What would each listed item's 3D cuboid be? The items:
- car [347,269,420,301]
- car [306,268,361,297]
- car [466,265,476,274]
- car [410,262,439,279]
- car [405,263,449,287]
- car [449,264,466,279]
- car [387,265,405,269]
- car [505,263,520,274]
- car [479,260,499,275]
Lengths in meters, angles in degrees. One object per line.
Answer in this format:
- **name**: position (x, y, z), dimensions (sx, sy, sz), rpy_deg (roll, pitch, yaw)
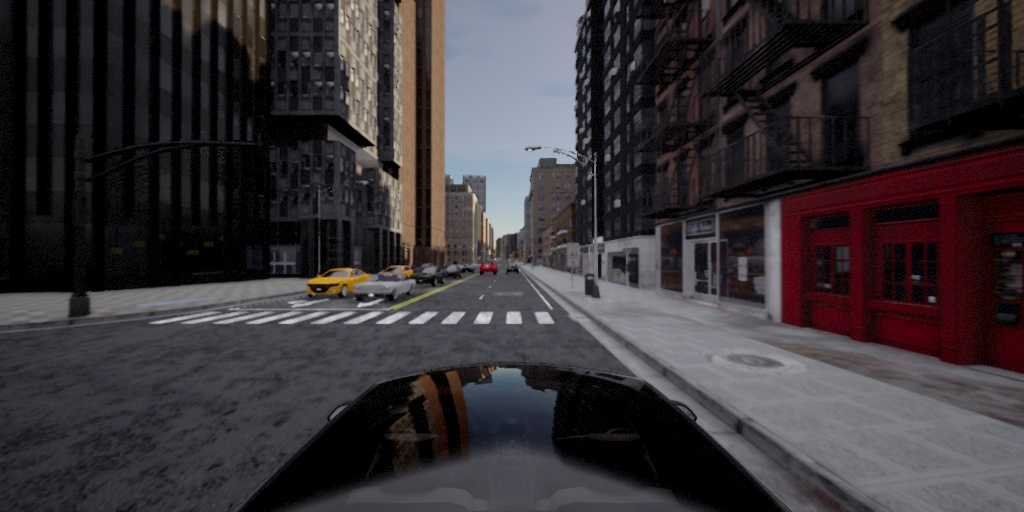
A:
- **car**: position (-6.603, 1.558, 19.042), dimensions (1.895, 1.301, 4.718), rpy_deg (0, -1, 0)
- **car**: position (-9.851, 1.456, 20.798), dimensions (1.882, 1.535, 5.008), rpy_deg (0, -1, 0)
- **car**: position (-6.519, 1.973, 53.775), dimensions (1.895, 1.301, 4.718), rpy_deg (0, -1, 0)
- **car**: position (-9.846, 1.569, 40.630), dimensions (2.097, 1.767, 4.553), rpy_deg (0, -1, 0)
- **car**: position (-6.605, 1.548, 28.443), dimensions (1.882, 1.535, 5.008), rpy_deg (0, -1, 0)
- **car**: position (-6.600, 1.672, 38.803), dimensions (1.882, 1.535, 5.008), rpy_deg (0, -1, 0)
- **car**: position (-9.856, 1.576, 30.790), dimensions (1.882, 1.535, 5.008), rpy_deg (0, -1, 0)
- **car**: position (0.088, 1.873, 53.451), dimensions (1.837, 1.490, 4.892), rpy_deg (0, -1, 0)
- **car**: position (-3.260, 1.545, 49.681), dimensions (2.150, 2.045, 5.566), rpy_deg (0, -1, 0)
